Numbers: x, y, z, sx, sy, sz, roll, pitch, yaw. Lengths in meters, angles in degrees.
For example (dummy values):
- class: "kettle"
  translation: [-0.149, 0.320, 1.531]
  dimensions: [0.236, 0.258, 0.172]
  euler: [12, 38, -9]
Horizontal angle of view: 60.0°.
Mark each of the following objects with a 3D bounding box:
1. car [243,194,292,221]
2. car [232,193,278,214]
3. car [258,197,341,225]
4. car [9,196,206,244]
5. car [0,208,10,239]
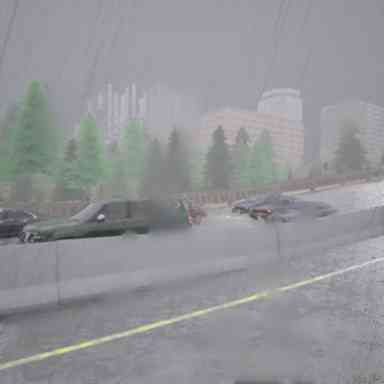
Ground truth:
- class: "car"
  translation: [5.739, 1.042, 20.784]
  dimensions: [4.718, 1.301, 1.895]
  euler: [-5, 3, -35]
- class: "car"
  translation: [5.490, 0.815, 24.930]
  dimensions: [5.357, 1.411, 2.033]
  euler: [-5, 3, -34]
- class: "car"
  translation: [5.604, 1.157, 16.506]
  dimensions: [4.181, 1.385, 1.994]
  euler: [-4, 2, -36]
- class: "car"
  translation: [-2.520, 1.187, 10.752]
  dimensions: [5.566, 2.045, 2.150]
  euler: [-1, 1, -35]
- class: "car"
  translation: [-8.699, 1.503, 14.958]
  dimensions: [4.892, 1.490, 1.837]
  euler: [0, 0, -35]
